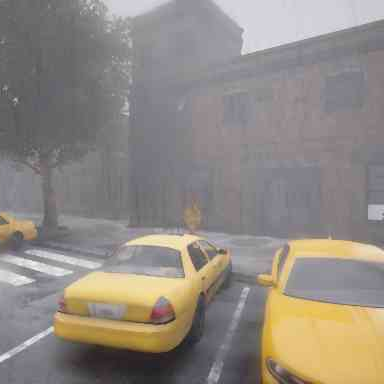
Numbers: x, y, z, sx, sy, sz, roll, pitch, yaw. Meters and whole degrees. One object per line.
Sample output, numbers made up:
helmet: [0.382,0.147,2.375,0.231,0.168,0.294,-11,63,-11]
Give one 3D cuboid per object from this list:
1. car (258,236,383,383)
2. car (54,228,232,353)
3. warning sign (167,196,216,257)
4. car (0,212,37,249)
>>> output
car: [2.036,1.484,4.674,2.097,1.535,5.008,1,0,15]
car: [-0.372,1.475,6.581,1.946,1.575,5.366,1,0,16]
warning sign: [0.001,1.082,11.133,1.060,1.860,1.300,1,1,35]
car: [-7.805,1.360,11.463,1.946,1.575,5.366,1,0,16]
